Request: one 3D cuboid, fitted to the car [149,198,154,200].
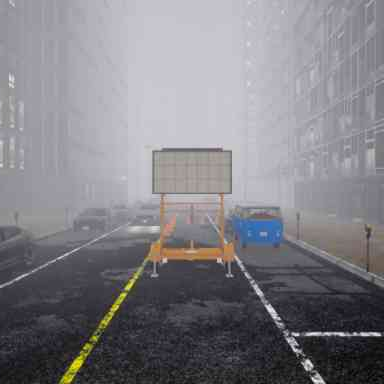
[{"bbox_3d":[-5.680,1.571,37.128,1.802,1.307,4.206,0,0,0],"label":"car"}]

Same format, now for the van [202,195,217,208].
[{"bbox_3d":[2.704,1.322,48.518,1.690,1.788,3.998,0,0,0],"label":"van"}]

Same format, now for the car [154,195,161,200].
[{"bbox_3d":[-5.677,1.563,48.522,1.802,1.307,4.206,0,0,0],"label":"car"}]

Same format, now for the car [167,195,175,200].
[{"bbox_3d":[-5.660,1.514,88.402,1.802,1.307,4.206,0,0,0],"label":"car"}]

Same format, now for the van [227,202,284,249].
[{"bbox_3d":[2.690,1.338,14.337,1.690,1.788,3.998,0,0,0],"label":"van"}]

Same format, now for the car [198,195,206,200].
[{"bbox_3d":[2.720,1.483,88.398,2.008,1.369,4.403,0,0,0],"label":"car"}]

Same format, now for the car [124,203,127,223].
[{"bbox_3d":[-5.685,1.539,25.734,1.887,1.381,4.507,0,0,0],"label":"car"}]

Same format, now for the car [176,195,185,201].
[{"bbox_3d":[-2.969,1.464,83.996,1.812,1.442,4.674,0,0,0],"label":"car"}]

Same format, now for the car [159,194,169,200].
[{"bbox_3d":[-5.671,1.536,59.916,1.947,1.339,4.313,0,0,0],"label":"car"}]

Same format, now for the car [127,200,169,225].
[{"bbox_3d":[-3.091,1.541,24.526,2.033,1.411,5.357,0,0,0],"label":"car"}]

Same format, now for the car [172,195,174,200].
[{"bbox_3d":[-5.666,1.264,77.007,2.192,1.841,5.009,0,0,0],"label":"car"}]

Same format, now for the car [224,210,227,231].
[{"bbox_3d":[2.694,1.577,20.033,1.802,1.307,4.206,0,0,0],"label":"car"}]

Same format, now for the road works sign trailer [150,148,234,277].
[{"bbox_3d":[0.004,0.462,10.223,2.380,3.560,2.880,0,0,0],"label":"road works sign trailer"}]

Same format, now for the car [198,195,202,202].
[{"bbox_3d":[2.715,1.499,77.003,2.008,1.369,4.403,0,0,0],"label":"car"}]

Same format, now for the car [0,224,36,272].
[{"bbox_3d":[-5.691,1.564,8.643,1.947,1.339,4.313,0,0,0],"label":"car"}]

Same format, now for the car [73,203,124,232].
[{"bbox_3d":[-5.687,1.561,20.037,1.947,1.339,4.313,0,0,0],"label":"car"}]

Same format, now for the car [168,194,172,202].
[{"bbox_3d":[-5.670,1.278,65.612,2.192,1.841,5.009,0,0,0],"label":"car"}]
